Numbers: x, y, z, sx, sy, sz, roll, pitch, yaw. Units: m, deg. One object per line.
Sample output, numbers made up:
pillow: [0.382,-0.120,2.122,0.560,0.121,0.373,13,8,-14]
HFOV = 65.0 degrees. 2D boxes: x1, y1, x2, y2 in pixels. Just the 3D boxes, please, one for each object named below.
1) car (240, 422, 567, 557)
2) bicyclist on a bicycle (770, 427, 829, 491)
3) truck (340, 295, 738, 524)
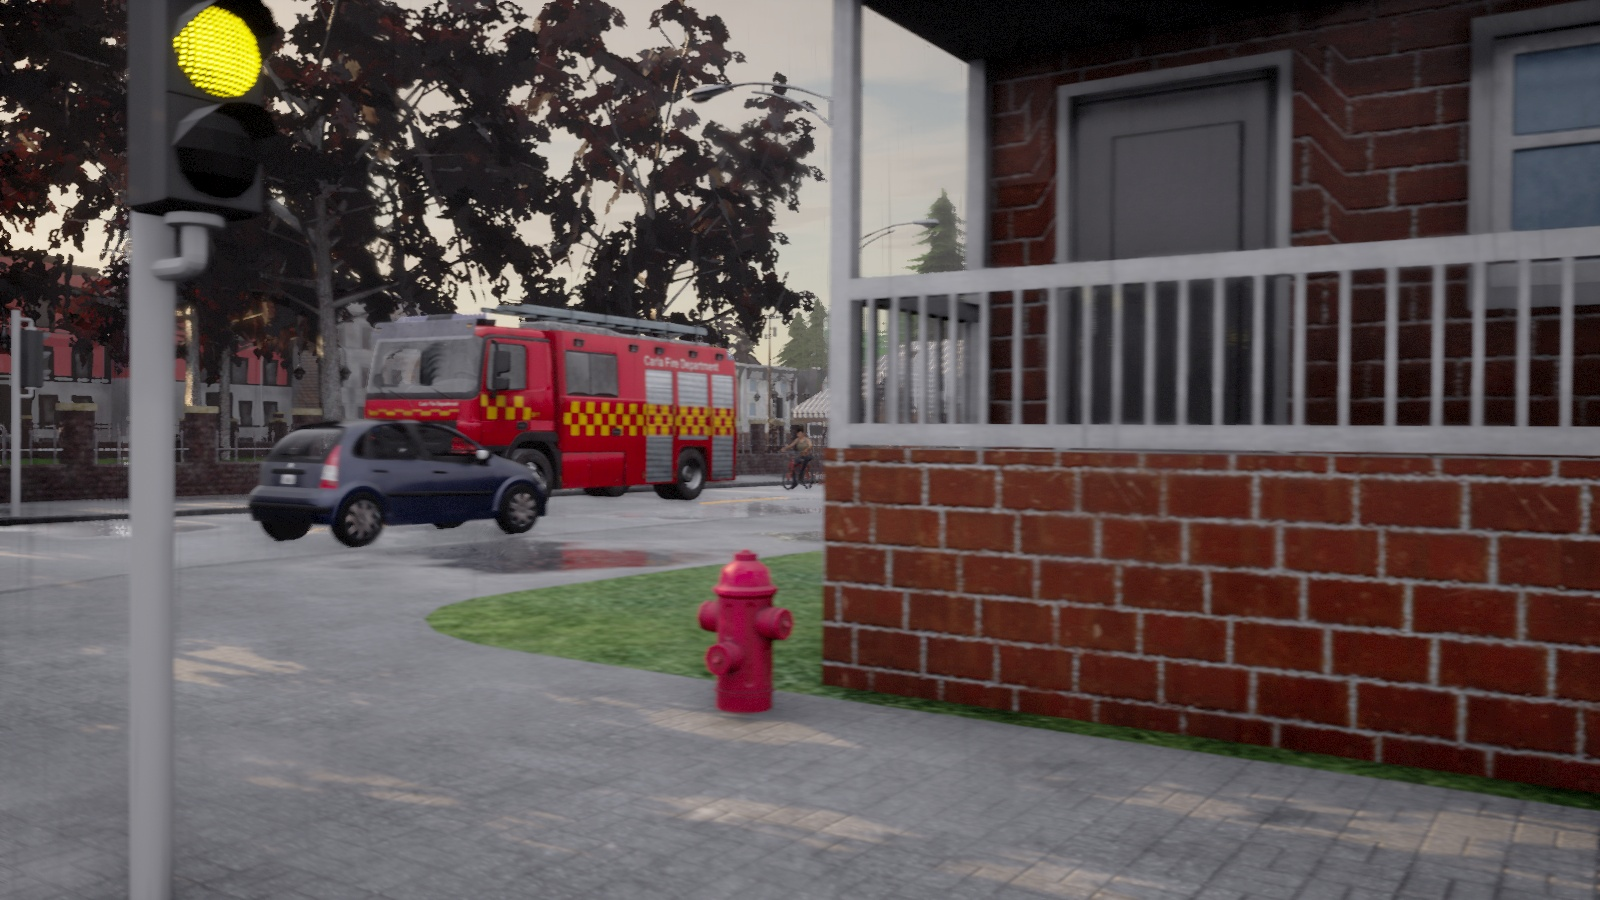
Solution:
car: [-5.291,0.442,17.254,1.851,1.617,3.988,0,1,33]
bicyclist on a bicycle: [-0.001,0.223,32.585,0.866,1.612,1.509,0,1,32]
truck: [-4.815,-0.736,25.371,2.891,3.827,8.468,0,1,30]
